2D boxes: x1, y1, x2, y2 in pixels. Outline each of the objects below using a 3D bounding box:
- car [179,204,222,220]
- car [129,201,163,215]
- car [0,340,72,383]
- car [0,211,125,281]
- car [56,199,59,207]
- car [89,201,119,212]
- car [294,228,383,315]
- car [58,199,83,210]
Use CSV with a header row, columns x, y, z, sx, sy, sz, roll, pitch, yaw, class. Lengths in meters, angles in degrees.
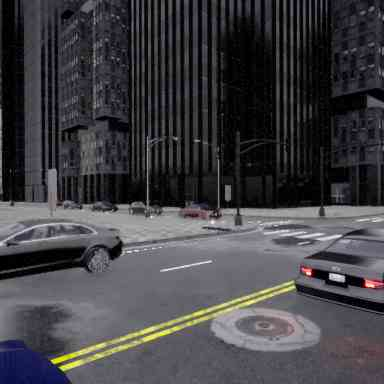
x,y,z,sx,sy,sz,roll,pitch,yaw,class
0.704,1.751,29.936,1.994,1.385,4.181,0,0,-43,car
-5.140,1.782,36.481,1.837,1.490,4.892,0,0,-42,car
-2.685,1.601,1.148,4.718,1.301,1.895,0,0,-42,car
-4.185,1.492,8.799,4.902,1.511,2.128,0,0,-42,car
-26.093,2.124,64.721,1.882,1.535,5.008,0,0,-42,car
-11.692,1.926,43.819,2.033,1.411,5.357,0,0,-42,car
4.406,1.547,7.498,5.357,1.411,2.033,0,0,-42,car
-18.535,1.994,51.538,1.837,1.490,4.892,0,0,-41,car
